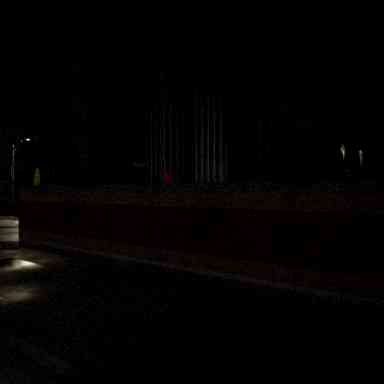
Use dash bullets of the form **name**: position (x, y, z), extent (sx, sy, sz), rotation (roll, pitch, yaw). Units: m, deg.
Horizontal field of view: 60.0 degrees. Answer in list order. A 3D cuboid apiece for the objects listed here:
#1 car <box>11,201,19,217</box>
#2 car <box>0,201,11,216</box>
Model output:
- **car**: position (-12.265, 1.594, 28.823), extent (2.033, 1.411, 5.357), rotation (0, 0, 37)
- **car**: position (-16.423, 1.537, 29.102), extent (2.128, 1.511, 4.902), rotation (0, 0, 37)
